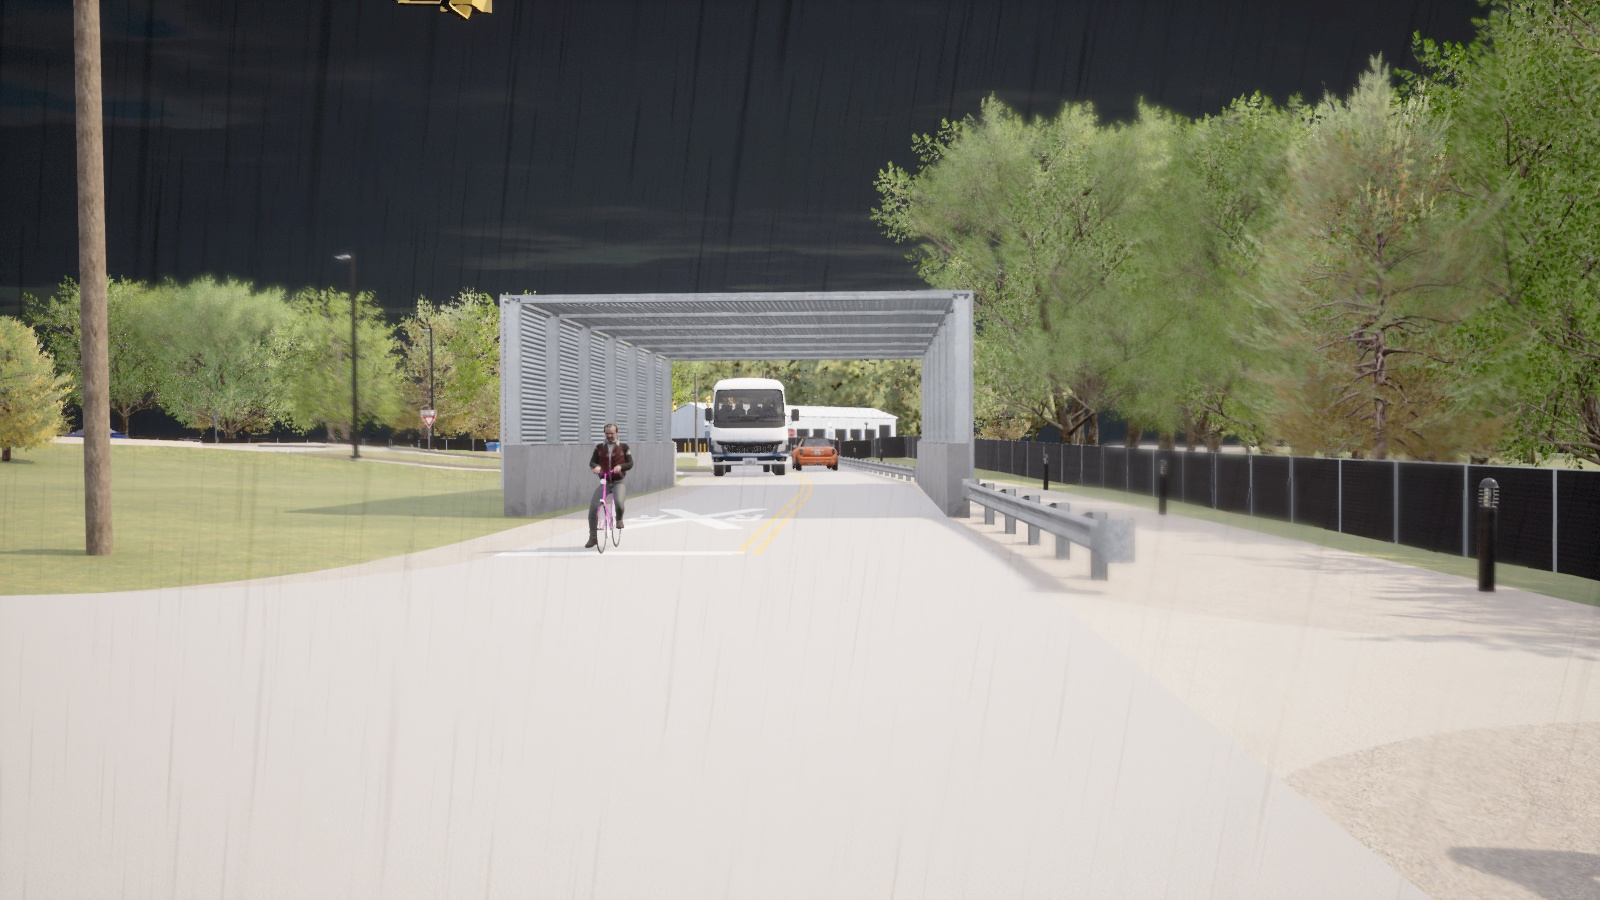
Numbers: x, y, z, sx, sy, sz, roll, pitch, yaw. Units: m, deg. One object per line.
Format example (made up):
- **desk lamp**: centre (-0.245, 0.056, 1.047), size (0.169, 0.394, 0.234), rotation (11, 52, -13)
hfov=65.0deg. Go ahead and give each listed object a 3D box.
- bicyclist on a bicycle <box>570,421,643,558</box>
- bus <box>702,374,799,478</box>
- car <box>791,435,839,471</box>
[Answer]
- **bicyclist on a bicycle**: centre (-2.633, 0.512, 17.259), size (0.659, 1.776, 1.843), rotation (0, 0, 2)
- **bus**: centre (-2.331, -1.019, 56.490), size (3.944, 4.253, 10.273), rotation (0, 0, -3)
- **car**: centre (0.710, 0.134, 64.199), size (2.097, 1.767, 4.553), rotation (0, 1, -4)
